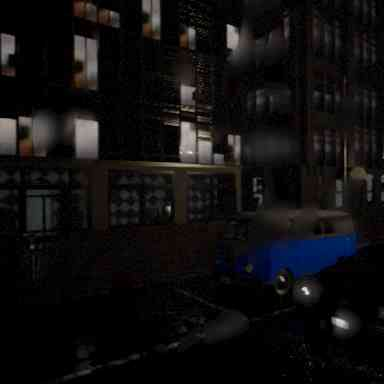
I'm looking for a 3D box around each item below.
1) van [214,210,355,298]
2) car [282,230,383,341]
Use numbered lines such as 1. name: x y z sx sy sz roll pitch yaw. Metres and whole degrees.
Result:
1. van: 2.418 1.358 8.290 3.998 1.788 1.690 0 -1 -35
2. car: 4.378 1.566 6.472 5.357 1.411 2.033 0 0 -35
